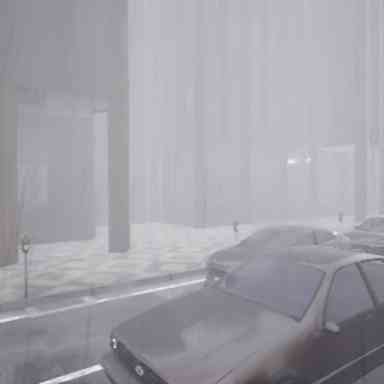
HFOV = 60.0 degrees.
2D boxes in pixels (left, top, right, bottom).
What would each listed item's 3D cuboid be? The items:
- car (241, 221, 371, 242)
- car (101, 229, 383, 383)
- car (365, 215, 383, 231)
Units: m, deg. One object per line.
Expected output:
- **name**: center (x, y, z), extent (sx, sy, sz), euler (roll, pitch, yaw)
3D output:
- **car**: center (2.358, 1.530, 8.351), extent (4.313, 1.339, 1.947), euler (0, 0, -36)
- **car**: center (1.618, 1.526, 4.538), extent (5.357, 1.411, 2.033), euler (0, 0, -36)
- **car**: center (6.921, 1.497, 11.628), extent (4.313, 1.339, 1.947), euler (0, 0, -36)
